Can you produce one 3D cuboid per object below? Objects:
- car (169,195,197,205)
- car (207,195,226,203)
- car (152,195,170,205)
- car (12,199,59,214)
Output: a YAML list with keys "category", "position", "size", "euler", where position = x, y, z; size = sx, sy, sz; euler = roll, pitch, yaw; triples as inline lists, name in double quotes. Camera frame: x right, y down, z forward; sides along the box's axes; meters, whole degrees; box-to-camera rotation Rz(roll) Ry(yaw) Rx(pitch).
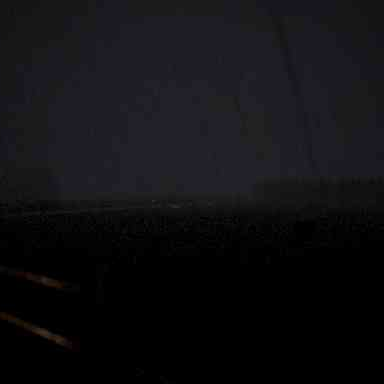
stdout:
- category: "car"
  position: [-1.098, 1.423, 55.252]
  size: [1.837, 1.490, 4.892]
  euler: [-1, 0, 35]
- category: "car"
  position: [4.769, 1.372, 63.862]
  size: [1.837, 1.490, 4.892]
  euler: [-1, 0, 35]
- category: "car"
  position: [-4.533, 1.312, 55.304]
  size: [2.097, 1.767, 4.553]
  euler: [-1, 0, 35]
- category: "car"
  position: [-17.267, 1.538, 36.874]
  size: [1.882, 1.535, 5.008]
  euler: [-1, 0, 35]
